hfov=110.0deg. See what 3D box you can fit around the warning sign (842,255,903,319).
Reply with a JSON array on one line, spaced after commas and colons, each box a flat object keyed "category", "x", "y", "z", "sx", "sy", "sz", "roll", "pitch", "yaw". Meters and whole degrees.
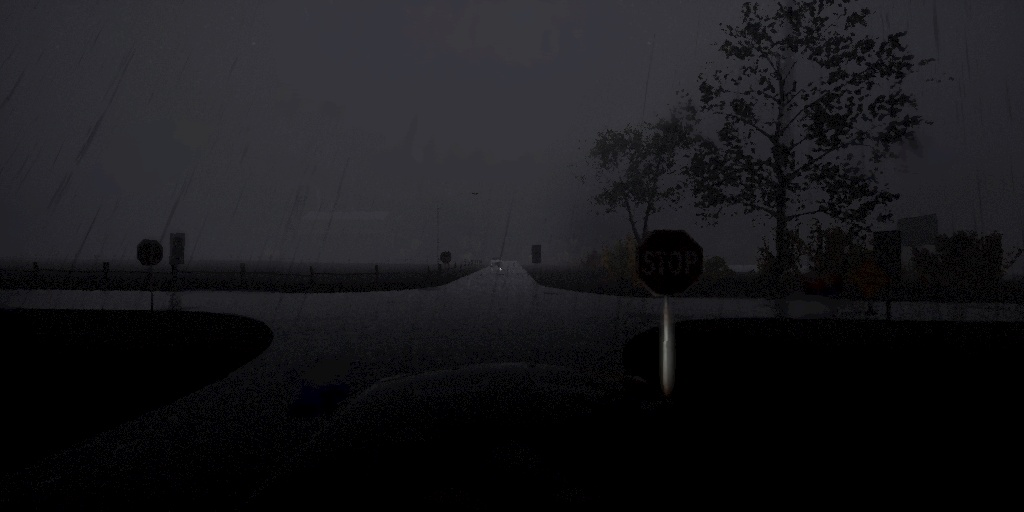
[{"category": "warning sign", "x": 11.501, "y": 0.997, "z": 11.470, "sx": 1.060, "sy": 1.860, "sz": 1.300, "roll": 0, "pitch": 0, "yaw": 0}]
